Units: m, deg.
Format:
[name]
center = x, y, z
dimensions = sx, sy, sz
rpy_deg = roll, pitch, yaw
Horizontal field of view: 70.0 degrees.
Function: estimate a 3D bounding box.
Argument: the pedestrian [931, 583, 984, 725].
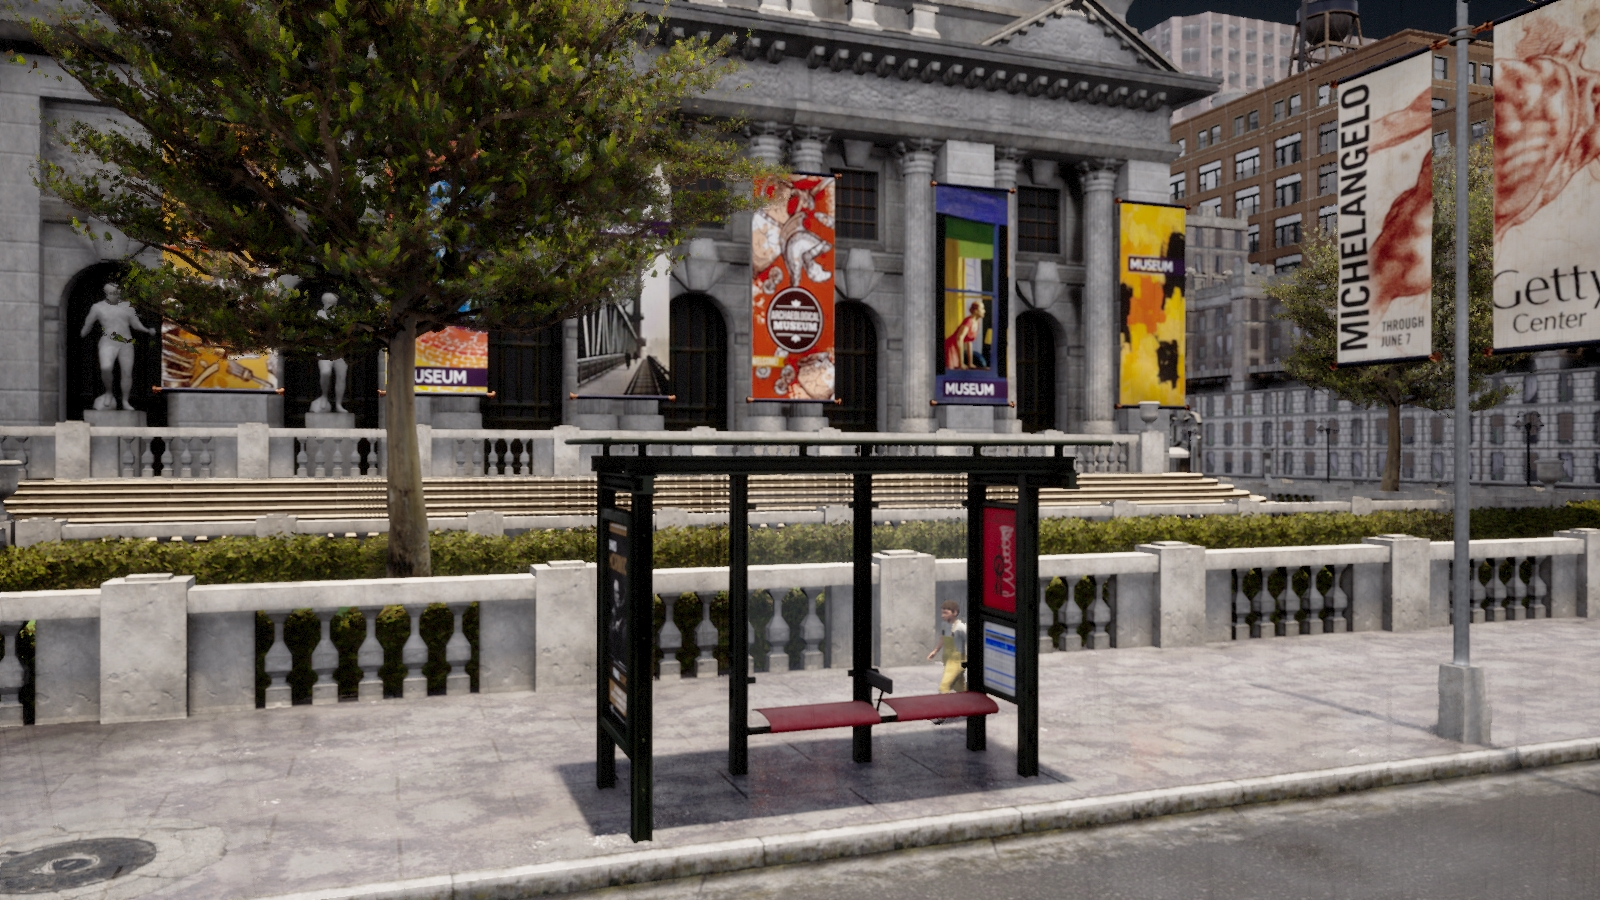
[pedestrian]
center = 1.543, 1.988, 11.223
dimensions = 0.375, 1.300, 0.375
rpy_deg = 0, 0, -25
